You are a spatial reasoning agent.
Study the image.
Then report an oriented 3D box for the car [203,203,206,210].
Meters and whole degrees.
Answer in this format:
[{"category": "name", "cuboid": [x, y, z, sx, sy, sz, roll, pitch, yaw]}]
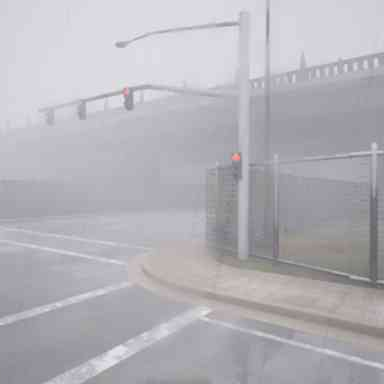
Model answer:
[{"category": "car", "cuboid": [3.309, 1.579, 42.176, 1.895, 1.301, 4.718, 0, 0, 35]}]
